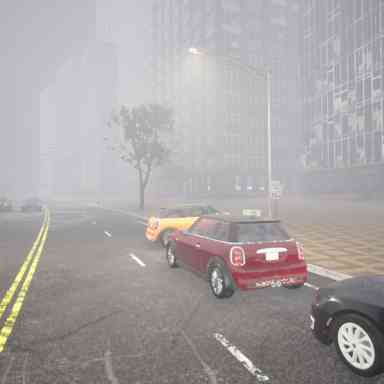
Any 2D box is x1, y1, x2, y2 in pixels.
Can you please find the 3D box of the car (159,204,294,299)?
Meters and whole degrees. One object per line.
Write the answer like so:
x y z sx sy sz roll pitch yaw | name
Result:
0.860 1.355 8.871 2.097 1.767 4.553 0 0 -22 | car

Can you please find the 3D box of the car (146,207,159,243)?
0.339 1.277 14.478 4.553 1.767 2.097 -3 1 -18 | car

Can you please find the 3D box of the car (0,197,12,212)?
-21.884 1.391 38.042 2.097 1.767 4.553 0 0 -24 | car

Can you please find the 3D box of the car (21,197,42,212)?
-18.918 1.393 39.370 2.097 1.767 4.553 0 0 -24 | car

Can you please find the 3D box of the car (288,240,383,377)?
3.607 1.505 3.406 1.837 1.490 4.892 0 0 -36 | car
